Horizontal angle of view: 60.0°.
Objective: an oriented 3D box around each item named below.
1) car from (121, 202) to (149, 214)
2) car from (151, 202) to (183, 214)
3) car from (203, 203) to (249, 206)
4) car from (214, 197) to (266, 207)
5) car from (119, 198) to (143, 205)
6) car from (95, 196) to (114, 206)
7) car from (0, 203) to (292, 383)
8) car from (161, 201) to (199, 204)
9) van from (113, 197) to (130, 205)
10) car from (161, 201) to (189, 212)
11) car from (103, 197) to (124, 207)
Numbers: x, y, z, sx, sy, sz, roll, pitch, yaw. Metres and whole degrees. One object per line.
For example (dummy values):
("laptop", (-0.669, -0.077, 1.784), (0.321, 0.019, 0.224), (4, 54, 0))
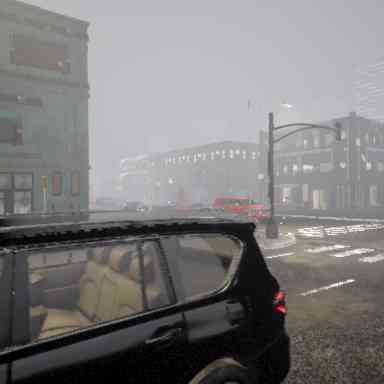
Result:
("car", (-7.432, 2.011, 43.236), (1.994, 1.385, 4.181), (-1, 0, -35))
("car", (-3.278, 1.985, 42.891), (1.895, 1.301, 4.718), (-1, 0, -35))
("car", (1.879, 1.813, 25.404), (1.947, 1.339, 4.313), (-2, 0, -35))
("car", (3.933, 1.445, 27.199), (2.150, 2.045, 5.566), (-1, 0, -35))
("car", (-6.059, 1.845, 36.789), (1.967, 1.590, 4.097), (-1, 0, -35))
("car", (-16.724, 1.861, 61.822), (2.150, 2.045, 5.566), (-1, 0, -35))
("car", (-1.625, 1.223, 2.527), (5.566, 2.045, 2.150), (0, 0, -35))
("car", (-1.717, 1.936, 35.169), (1.895, 1.301, 4.718), (-1, 0, -35))
("van", (-12.048, 1.906, 59.694), (1.690, 1.788, 3.998), (-1, 0, -35))
("car", (-2.428, 1.965, 46.155), (1.802, 1.307, 4.206), (-2, 0, -35))
("car", (-15.254, 1.939, 64.207), (2.192, 1.841, 5.009), (-1, 0, -35))
